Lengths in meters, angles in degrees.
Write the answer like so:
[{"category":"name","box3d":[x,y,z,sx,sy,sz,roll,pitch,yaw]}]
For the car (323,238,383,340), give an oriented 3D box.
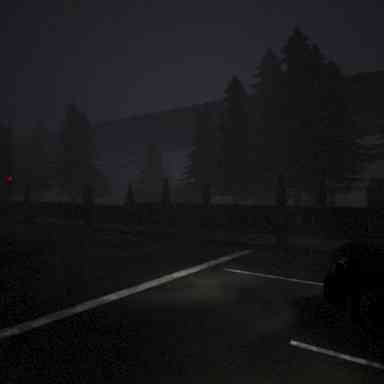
[{"category":"car","box3d":[4.898,1.222,4.747,5.566,2.045,2.150,0,0,38]}]
